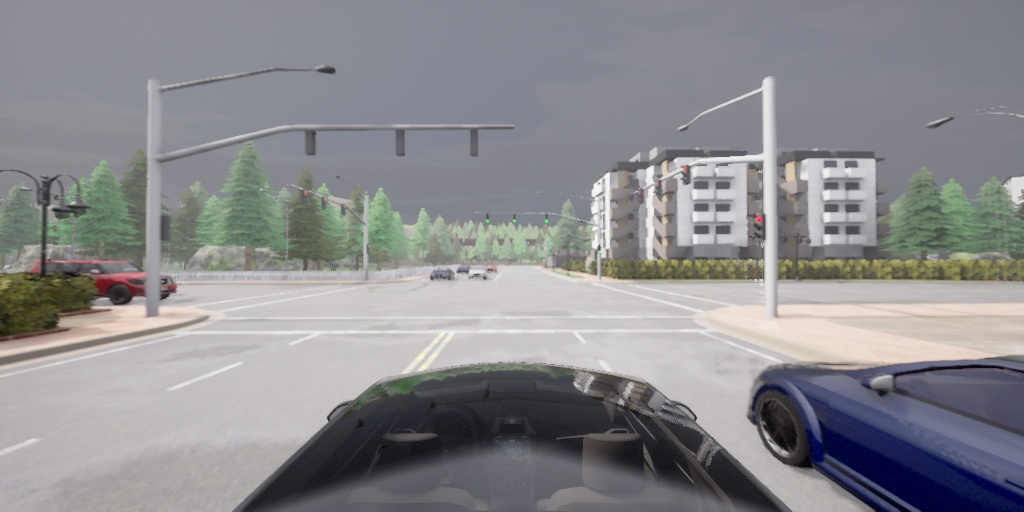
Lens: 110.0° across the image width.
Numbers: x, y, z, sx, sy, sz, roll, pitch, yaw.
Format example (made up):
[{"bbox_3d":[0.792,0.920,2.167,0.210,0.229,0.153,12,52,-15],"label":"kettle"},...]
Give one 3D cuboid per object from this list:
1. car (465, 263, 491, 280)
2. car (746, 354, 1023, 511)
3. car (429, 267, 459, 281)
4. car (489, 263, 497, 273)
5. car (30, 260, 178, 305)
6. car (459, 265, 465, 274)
[{"bbox_3d":[-3.599,1.792,38.442,1.812,1.442,4.674,0,-1,0],"label":"car"},{"bbox_3d":[3.599,1.321,2.283,1.994,1.385,4.181,0,-1,0],"label":"car"},{"bbox_3d":[-7.013,1.802,36.407,1.994,1.385,4.181,0,-1,0],"label":"car"},{"bbox_3d":[-3.574,1.918,59.813,2.097,1.767,4.553,0,-1,0],"label":"car"},{"bbox_3d":[-19.337,1.189,16.997,5.566,2.045,2.150,0,-1,-1],"label":"car"},{"bbox_3d":[-7.102,2.035,54.180,2.033,1.411,5.357,0,-1,0],"label":"car"}]
